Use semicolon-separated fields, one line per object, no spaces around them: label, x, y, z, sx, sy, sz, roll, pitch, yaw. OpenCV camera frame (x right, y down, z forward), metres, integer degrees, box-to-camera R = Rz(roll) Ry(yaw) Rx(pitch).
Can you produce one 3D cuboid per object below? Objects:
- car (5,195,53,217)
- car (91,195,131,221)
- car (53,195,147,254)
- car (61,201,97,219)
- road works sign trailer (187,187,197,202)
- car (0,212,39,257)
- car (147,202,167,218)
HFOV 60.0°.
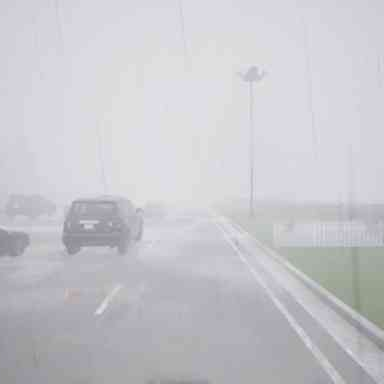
car;-13.905;1.262;28.973;2.150;2.045;5.566;0;0;0
car;-6.905;1.262;29.022;2.150;2.045;5.566;0;0;0
car;-3.404;1.241;13.665;2.150;2.045;5.566;0;0;0
car;-10.404;1.569;30.963;1.812;1.442;4.674;0;0;0
road works sign trailer;-0.006;0.581;82.286;2.380;3.560;2.880;0;0;0
car;-6.907;1.561;9.924;2.033;1.411;5.357;0;0;0
car;-3.406;1.607;30.484;1.994;1.385;4.181;0;0;0
